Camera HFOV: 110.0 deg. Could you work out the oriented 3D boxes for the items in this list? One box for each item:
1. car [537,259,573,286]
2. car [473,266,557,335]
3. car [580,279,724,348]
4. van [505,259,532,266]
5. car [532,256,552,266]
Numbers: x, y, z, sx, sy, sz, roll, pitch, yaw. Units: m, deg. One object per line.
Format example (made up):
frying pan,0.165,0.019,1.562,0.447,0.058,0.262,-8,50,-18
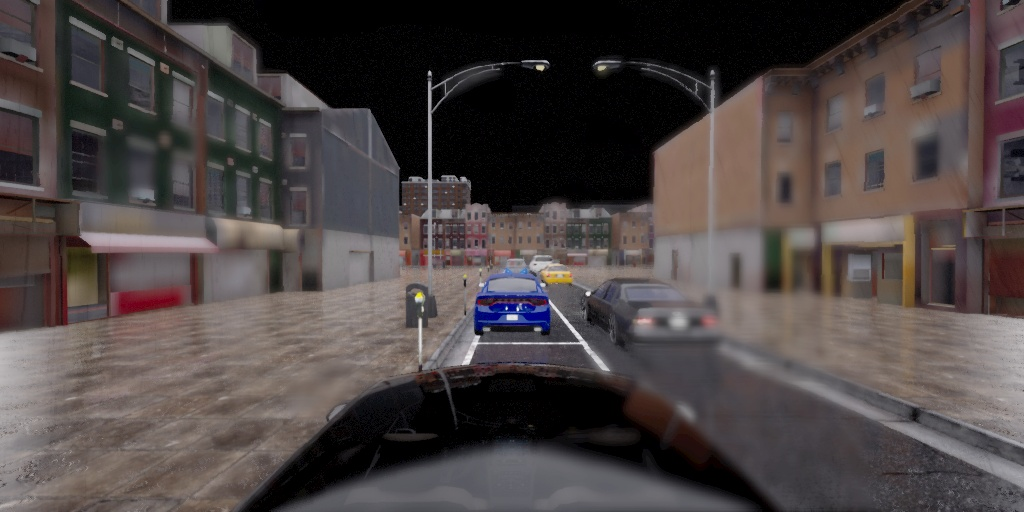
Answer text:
car,3.022,1.213,25.091,1.801,1.575,5.366,0,0,0
car,0.006,1.227,10.501,1.882,1.535,5.008,0,0,0
car,3.120,1.297,9.208,2.033,1.411,5.357,0,0,0
van,0.382,1.095,27.349,1.690,1.789,3.998,0,0,0
car,3.120,0.982,37.377,2.150,2.045,5.566,0,0,0
